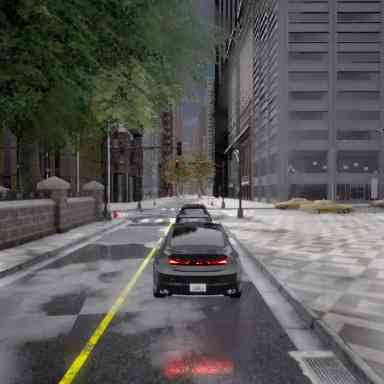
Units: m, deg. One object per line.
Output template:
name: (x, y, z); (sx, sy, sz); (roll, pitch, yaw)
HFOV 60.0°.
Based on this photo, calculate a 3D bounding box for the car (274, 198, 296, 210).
car: (12.104, 1.330, 39.106); (4.829, 1.417, 1.752); (-1, 1, 0)

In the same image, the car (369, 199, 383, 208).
car: (23.445, 1.145, 39.043); (4.829, 1.417, 1.752); (-1, 1, 0)

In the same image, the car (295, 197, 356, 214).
car: (12.407, 1.342, 30.579); (4.829, 1.417, 1.752); (-1, 1, 0)

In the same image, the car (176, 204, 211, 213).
car: (0.098, 1.441, 18.651); (2.033, 1.649, 4.856); (0, 0, 1)

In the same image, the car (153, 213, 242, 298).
car: (0.113, 1.508, 8.521); (1.837, 1.490, 4.892); (0, 0, 0)
